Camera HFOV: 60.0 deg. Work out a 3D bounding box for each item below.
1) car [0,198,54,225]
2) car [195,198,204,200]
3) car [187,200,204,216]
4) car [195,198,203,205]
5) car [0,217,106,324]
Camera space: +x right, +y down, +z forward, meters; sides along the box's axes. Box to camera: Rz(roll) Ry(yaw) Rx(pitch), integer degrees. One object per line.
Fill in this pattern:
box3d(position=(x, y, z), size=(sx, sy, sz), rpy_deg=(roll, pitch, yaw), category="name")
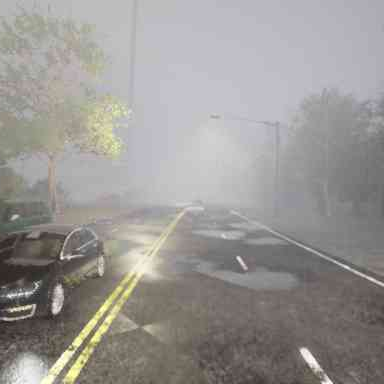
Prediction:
box3d(position=(-6.533, 1.248, 11.047), size=(2.150, 2.045, 5.566), rpy_deg=(1, 0, 1), category="car")
box3d(position=(0.914, 1.917, 51.952), size=(2.033, 1.411, 5.357), rpy_deg=(1, 0, 2), category="car")
box3d(position=(0.397, 1.861, 36.421), size=(1.895, 1.301, 4.718), rpy_deg=(-1, 0, 1), category="car")
box3d(position=(1.595, 1.996, 73.562), size=(1.812, 1.442, 4.674), rpy_deg=(1, 0, 3), category="car")
box3d(position=(-3.307, 1.542, 7.478), size=(1.837, 1.490, 4.892), rpy_deg=(1, -1, 0), category="car")
